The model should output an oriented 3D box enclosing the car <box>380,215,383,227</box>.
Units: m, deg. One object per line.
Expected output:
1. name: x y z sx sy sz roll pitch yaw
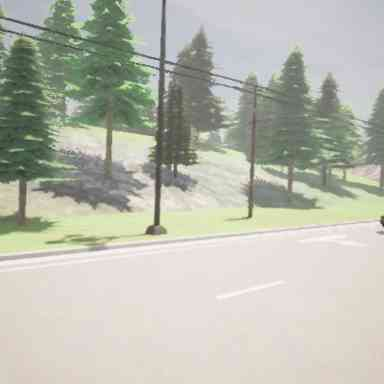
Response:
1. car: 11.647 1.421 17.102 4.718 1.301 1.895 1 2 -37
